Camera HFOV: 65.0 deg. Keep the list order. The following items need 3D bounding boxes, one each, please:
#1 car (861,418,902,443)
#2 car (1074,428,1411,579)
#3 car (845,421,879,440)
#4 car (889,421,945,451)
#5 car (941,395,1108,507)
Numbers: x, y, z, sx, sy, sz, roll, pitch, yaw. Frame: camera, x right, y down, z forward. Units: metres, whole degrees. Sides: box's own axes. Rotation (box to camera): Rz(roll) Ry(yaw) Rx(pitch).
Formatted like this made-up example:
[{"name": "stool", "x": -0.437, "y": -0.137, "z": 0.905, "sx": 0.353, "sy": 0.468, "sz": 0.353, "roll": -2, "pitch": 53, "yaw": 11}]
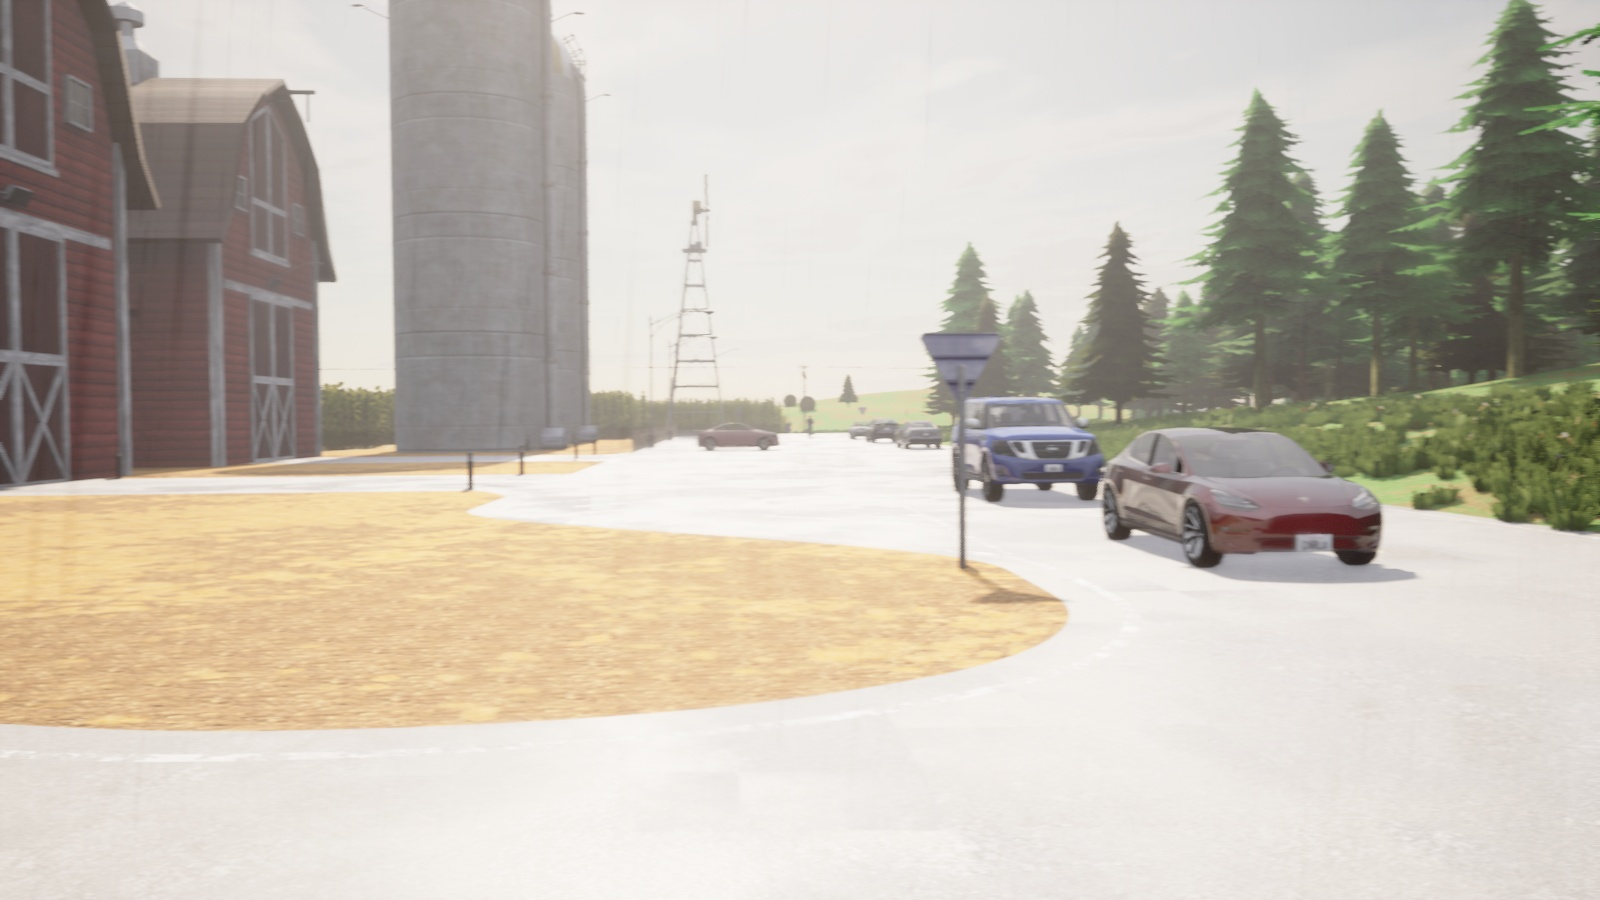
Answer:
[{"name": "car", "x": 5.010, "y": -1.226, "z": 78.122, "sx": 2.007, "sy": 1.525, "sz": 4.514, "roll": 0, "pitch": 2, "yaw": -3}, {"name": "car", "x": 5.034, "y": 0.504, "z": 15.188, "sx": 2.163, "sy": 1.488, "sz": 4.792, "roll": 0, "pitch": 2, "yaw": -3}, {"name": "car", "x": 4.373, "y": -1.374, "z": 89.493, "sx": 1.895, "sy": 1.301, "sz": 4.718, "roll": 0, "pitch": 2, "yaw": -3}, {"name": "car", "x": 5.837, "y": -0.733, "z": 63.380, "sx": 2.033, "sy": 1.411, "sz": 5.357, "roll": 0, "pitch": 2, "yaw": -3}, {"name": "car", "x": 4.435, "y": -0.061, "z": 25.857, "sx": 2.150, "sy": 2.045, "sz": 5.566, "roll": 0, "pitch": 2, "yaw": -3}]
